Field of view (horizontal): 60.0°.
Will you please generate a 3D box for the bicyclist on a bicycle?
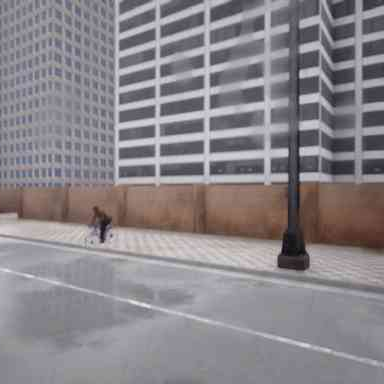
[{"bbox_3d":[-3.420,1.310,12.494,0.582,1.620,1.656,0,8,33],"label":"bicyclist on a bicycle"}]
